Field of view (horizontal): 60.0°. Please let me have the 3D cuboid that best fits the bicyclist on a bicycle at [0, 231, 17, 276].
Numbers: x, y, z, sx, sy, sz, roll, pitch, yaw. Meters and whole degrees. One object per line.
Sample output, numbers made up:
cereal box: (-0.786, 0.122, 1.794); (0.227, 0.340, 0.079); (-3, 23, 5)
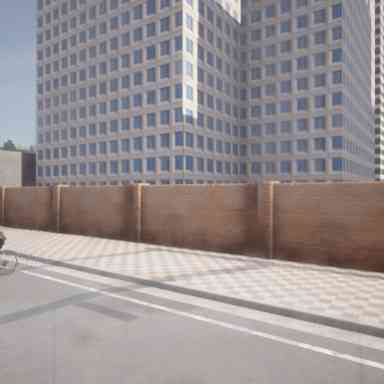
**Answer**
bicyclist on a bicycle: (-5.255, 1.438, 8.406); (0.582, 1.620, 1.656); (0, 2, 35)
